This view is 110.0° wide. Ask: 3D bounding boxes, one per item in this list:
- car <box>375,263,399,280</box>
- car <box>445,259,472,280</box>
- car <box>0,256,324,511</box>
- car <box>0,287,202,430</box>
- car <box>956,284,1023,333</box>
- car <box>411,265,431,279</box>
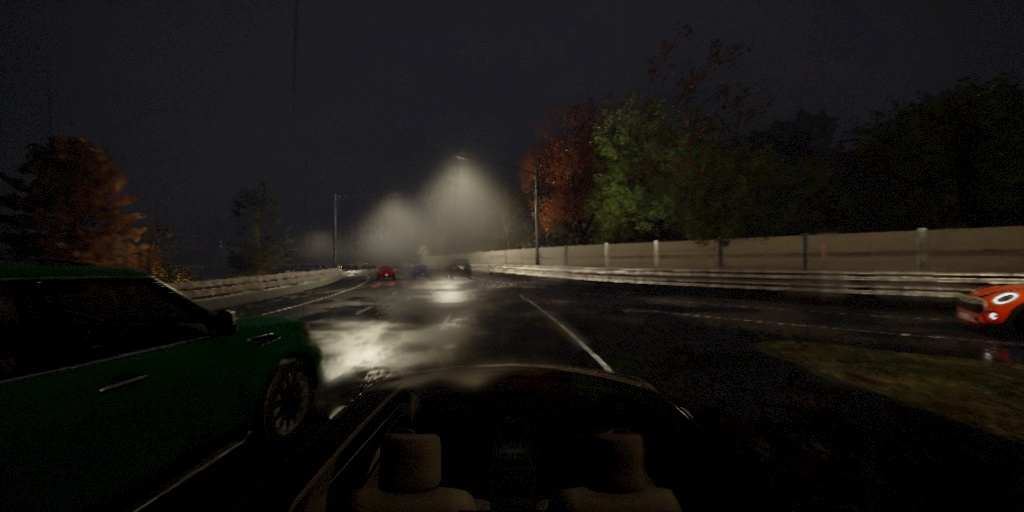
[{"bbox_3d":[-13.394,1.758,38.230,1.812,1.442,4.674,0,-1,-20],"label":"car"},{"bbox_3d":[-5.571,1.352,37.014,2.150,2.045,5.566,0,-1,-18],"label":"car"},{"bbox_3d":[-3.481,1.016,2.178,2.150,2.045,5.566,-1,-1,1],"label":"car"},{"bbox_3d":[-7.118,1.365,4.766,1.837,1.490,4.892,-1,-1,-1],"label":"car"},{"bbox_3d":[13.944,0.999,8.296,4.553,1.767,2.097,-1,-1,34],"label":"car"},{"bbox_3d":[-9.811,1.719,38.586,1.812,1.442,4.674,0,-1,-19],"label":"car"}]
